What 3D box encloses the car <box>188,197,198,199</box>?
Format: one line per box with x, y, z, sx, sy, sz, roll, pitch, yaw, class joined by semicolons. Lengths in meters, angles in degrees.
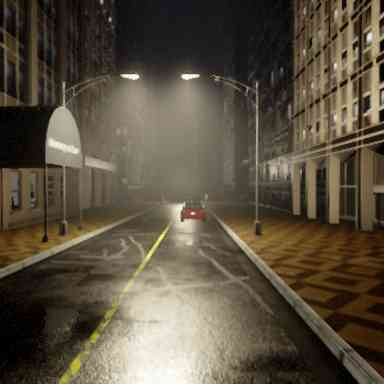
0.095;1.447;44.477;2.128;1.511;4.902;0;0;0;car

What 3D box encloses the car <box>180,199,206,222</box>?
0.096;1.532;26.247;1.994;1.385;4.181;0;0;0;car
